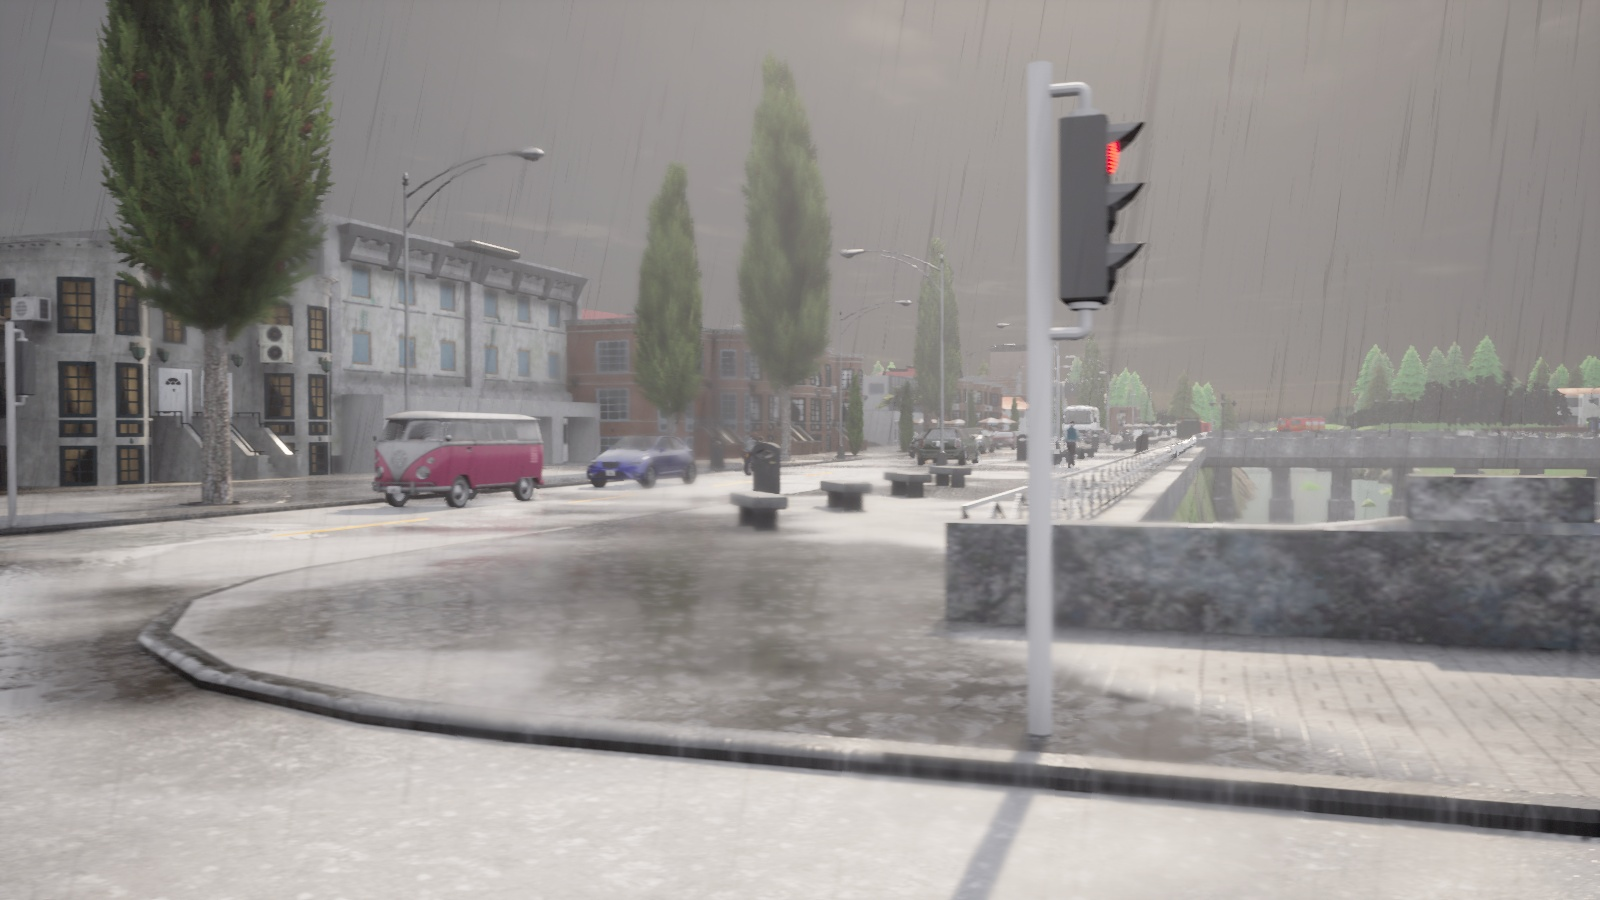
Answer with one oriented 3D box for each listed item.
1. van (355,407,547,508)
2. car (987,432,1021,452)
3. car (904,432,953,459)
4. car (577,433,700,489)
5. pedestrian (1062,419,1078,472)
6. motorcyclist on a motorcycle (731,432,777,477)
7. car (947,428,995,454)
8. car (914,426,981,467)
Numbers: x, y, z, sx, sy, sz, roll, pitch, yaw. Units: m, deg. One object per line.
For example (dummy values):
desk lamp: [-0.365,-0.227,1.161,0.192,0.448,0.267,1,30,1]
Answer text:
van: [-7.368,0.121,27.032,1.775,1.987,4.442,1,1,19]
car: [15.483,-0.612,95.054,1.812,1.442,4.674,1,1,19]
car: [7.266,-0.263,70.603,1.816,1.474,4.193,1,1,19]
car: [-4.490,0.253,35.621,1.816,1.474,4.193,1,1,19]
pedestrian: [9.926,-0.166,46.207,0.396,1.930,0.692,1,1,27]
motorcyclist on a motorcycle: [-1.603,0.147,44.219,0.866,1.530,2.191,1,1,19]
car: [11.270,-0.608,82.512,2.242,1.667,4.611,1,1,19]
car: [6.664,-0.191,56.256,2.097,1.767,4.553,1,1,19]
